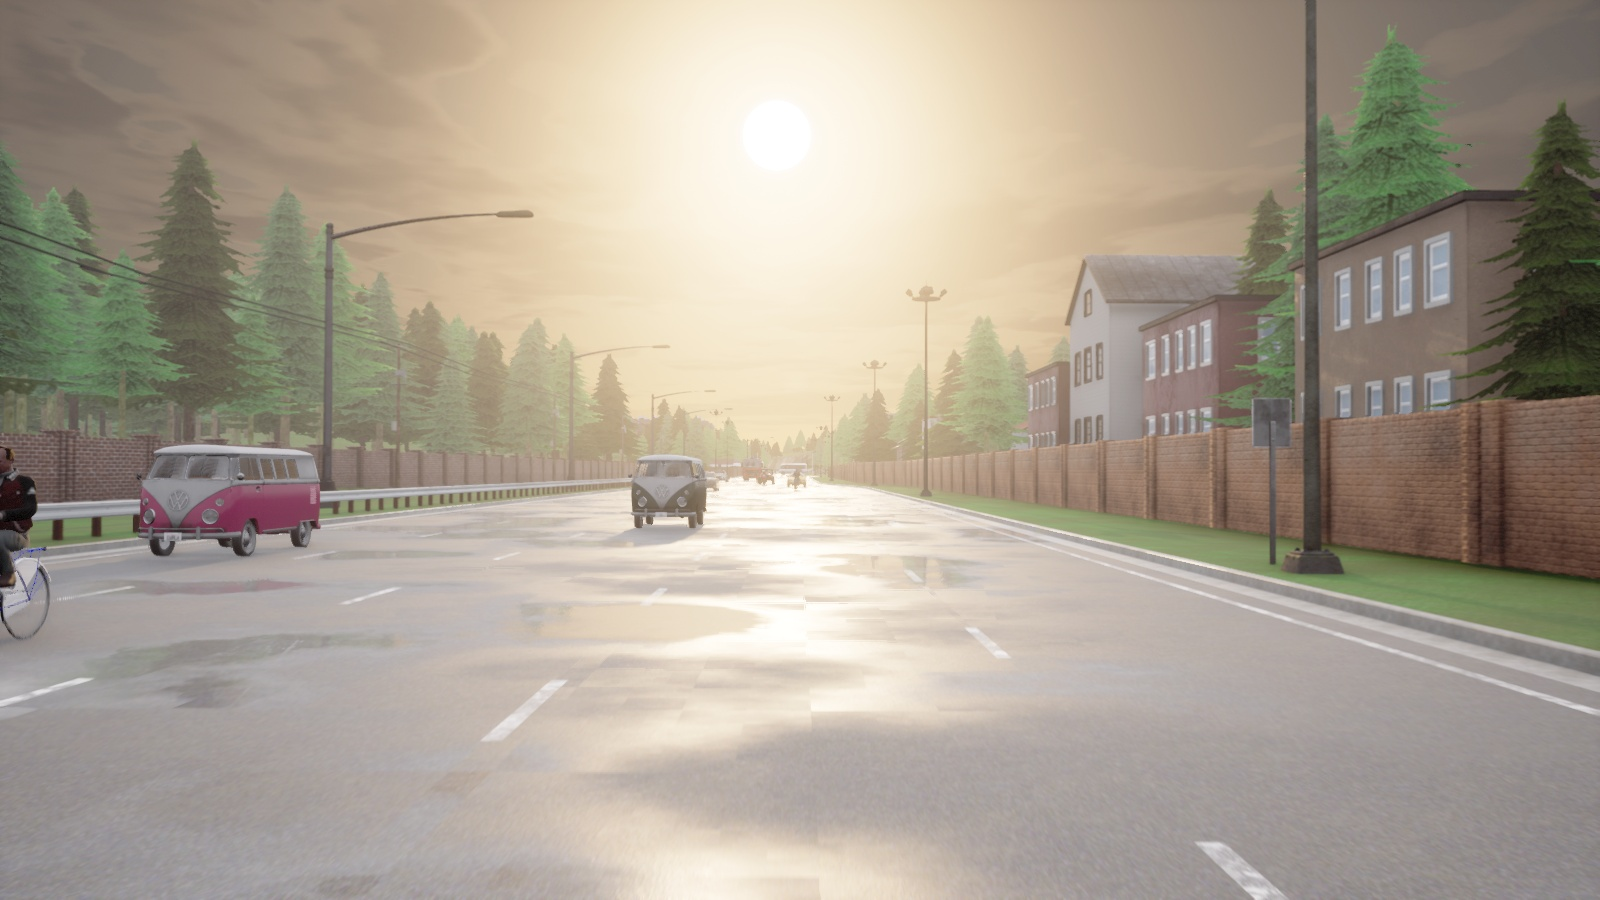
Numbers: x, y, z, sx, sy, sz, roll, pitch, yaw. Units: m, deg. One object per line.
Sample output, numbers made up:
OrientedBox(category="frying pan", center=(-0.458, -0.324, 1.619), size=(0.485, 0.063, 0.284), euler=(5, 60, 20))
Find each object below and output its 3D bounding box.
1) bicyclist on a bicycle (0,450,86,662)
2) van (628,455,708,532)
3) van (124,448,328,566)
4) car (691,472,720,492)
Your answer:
OrientedBox(category="bicyclist on a bicycle", center=(-7.028, 0.895, 10.848), size=(0.659, 1.776, 1.843), euler=(0, -1, 0))
OrientedBox(category="van", center=(-3.587, 1.165, 34.839), size=(1.775, 1.987, 4.442), euler=(0, -1, 0))
OrientedBox(category="van", center=(-10.559, 1.003, 23.497), size=(1.775, 1.987, 4.442), euler=(0, -1, 0))
OrientedBox(category="car", center=(-7.239, 2.461, 96.344), size=(1.837, 1.490, 4.892), euler=(0, -1, 0))
